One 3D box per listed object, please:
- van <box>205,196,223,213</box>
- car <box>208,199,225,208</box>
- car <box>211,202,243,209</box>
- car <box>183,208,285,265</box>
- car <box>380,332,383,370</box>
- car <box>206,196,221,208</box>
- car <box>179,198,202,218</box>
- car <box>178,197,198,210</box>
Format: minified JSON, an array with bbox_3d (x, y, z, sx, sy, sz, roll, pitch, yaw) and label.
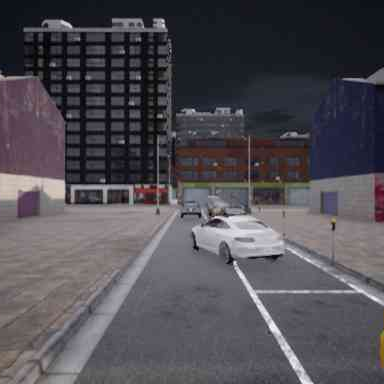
[{"bbox_3d":[2.449,1.384,37.682,1.690,1.788,3.998,0,0,0],"label":"van"},{"bbox_3d":[2.504,1.546,26.904,1.752,1.417,4.829,0,0,0],"label":"car"},{"bbox_3d":[2.533,1.576,21.260,1.947,1.339,4.313,0,0,0],"label":"car"},{"bbox_3d":[1.406,1.526,11.811,1.812,1.442,4.674,0,0,-20],"label":"car"},{"bbox_3d":[3.008,1.477,1.656,1.882,1.535,5.008,0,0,0],"label":"car"},{"bbox_3d":[2.477,1.472,32.208,1.967,1.590,4.097,0,0,0],"label":"car"},{"bbox_3d":[-0.075,1.576,30.701,2.033,1.411,5.357,0,0,0],"label":"car"},{"bbox_3d":[-0.625,1.537,44.464,2.128,1.511,4.902,0,0,-8],"label":"car"}]
